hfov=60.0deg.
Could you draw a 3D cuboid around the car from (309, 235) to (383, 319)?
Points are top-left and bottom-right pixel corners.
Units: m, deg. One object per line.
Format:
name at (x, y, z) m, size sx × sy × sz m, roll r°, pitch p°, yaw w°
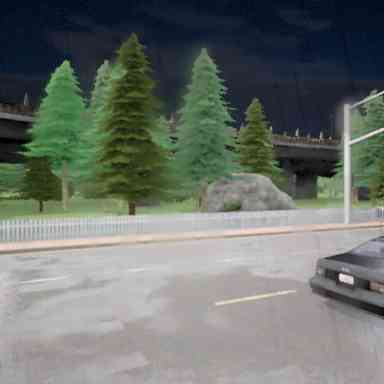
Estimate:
car at (4.930, 1.530, 6.767) m, size 5.357 × 1.411 × 2.033 m, roll 0°, pitch 0°, yaw -25°
